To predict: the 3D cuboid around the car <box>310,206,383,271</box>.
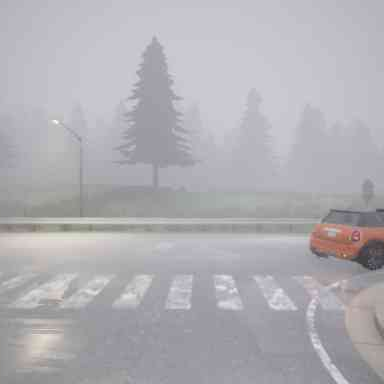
[{"bbox_3d":[6.118,1.269,10.640,4.553,1.767,2.097,0,1,-22],"label":"car"}]
